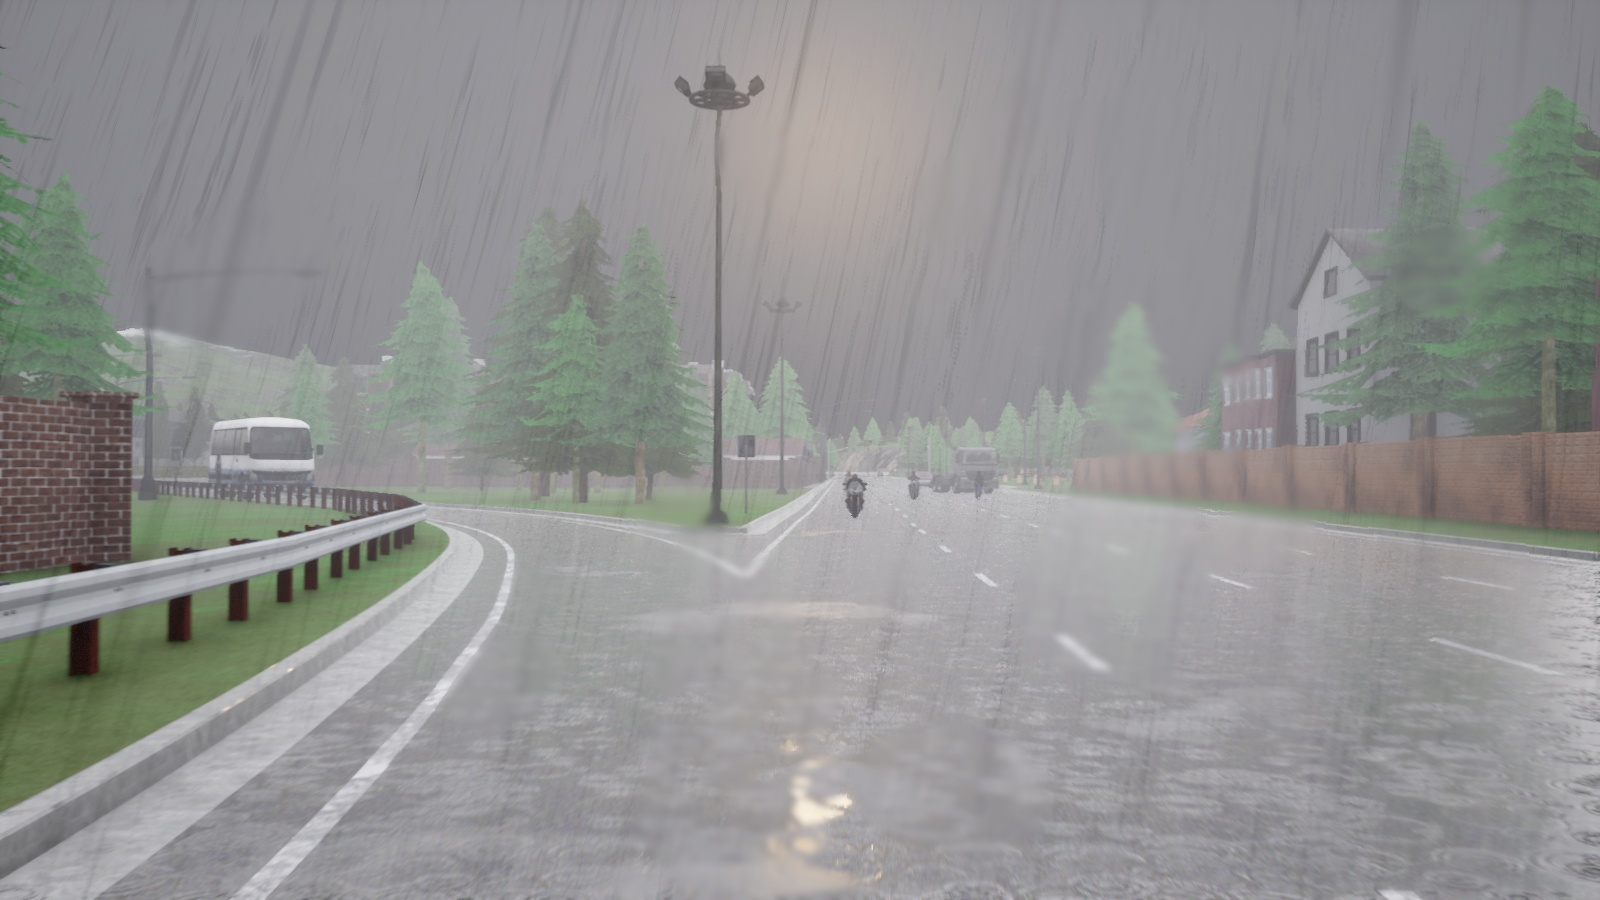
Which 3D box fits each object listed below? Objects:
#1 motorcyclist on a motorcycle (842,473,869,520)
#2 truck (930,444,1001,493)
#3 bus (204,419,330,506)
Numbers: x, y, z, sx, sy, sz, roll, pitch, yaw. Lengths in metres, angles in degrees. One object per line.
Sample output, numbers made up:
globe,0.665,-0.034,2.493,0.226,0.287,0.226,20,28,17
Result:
motorcyclist on a motorcycle,1.884,1.559,42.322,0.866,1.530,2.191,0,-1,3
truck,12.182,1.364,93.233,2.891,3.462,7.936,0,-1,-11
bus,-28.381,0.676,66.478,3.944,4.253,10.273,0,-1,-36
